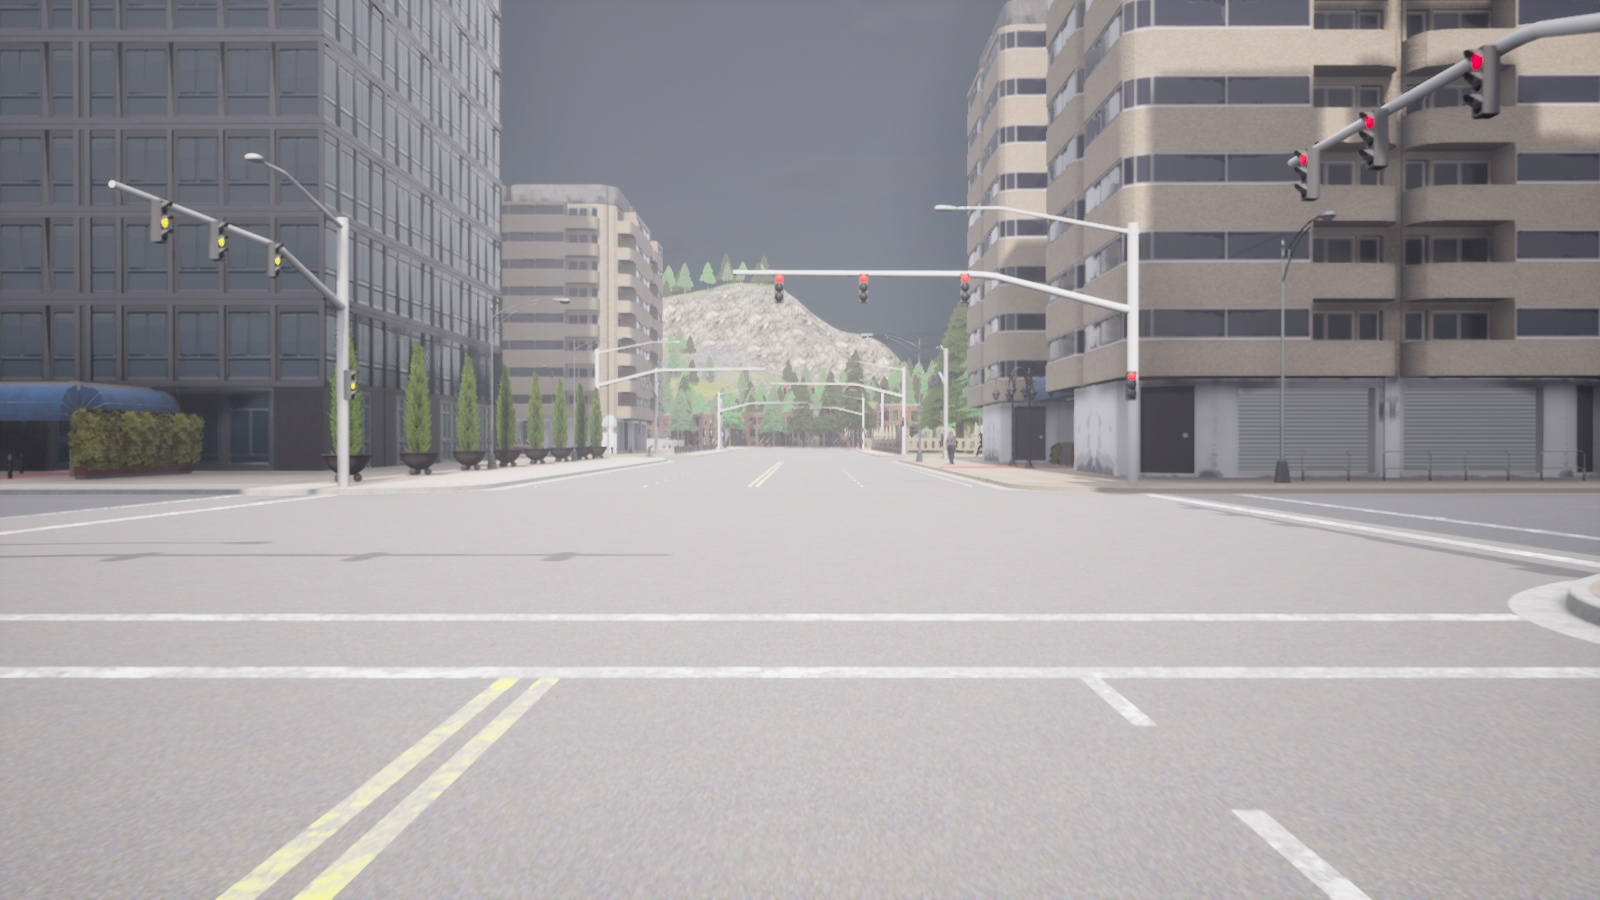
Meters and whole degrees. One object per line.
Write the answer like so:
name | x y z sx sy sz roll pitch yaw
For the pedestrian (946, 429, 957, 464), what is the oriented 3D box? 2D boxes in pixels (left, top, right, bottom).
pedestrian | 8.044 -0.166 66.696 0.540 1.848 0.694 0 0 1
